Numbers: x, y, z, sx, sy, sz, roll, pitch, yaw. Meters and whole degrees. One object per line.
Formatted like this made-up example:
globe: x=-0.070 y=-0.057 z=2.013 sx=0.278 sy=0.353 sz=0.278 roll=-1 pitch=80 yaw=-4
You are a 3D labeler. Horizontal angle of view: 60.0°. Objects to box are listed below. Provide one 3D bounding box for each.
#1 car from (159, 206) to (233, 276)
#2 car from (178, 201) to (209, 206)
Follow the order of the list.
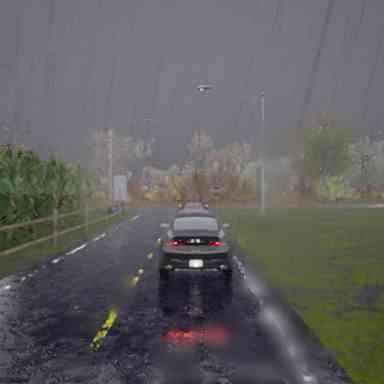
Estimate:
car: x=0.095 y=1.351 z=9.882 sx=1.837 sy=1.490 sz=4.892 roll=0 pitch=0 yaw=0
car: x=0.096 y=1.251 z=20.660 sx=1.994 sy=1.385 sz=4.181 roll=0 pitch=1 yaw=-1
